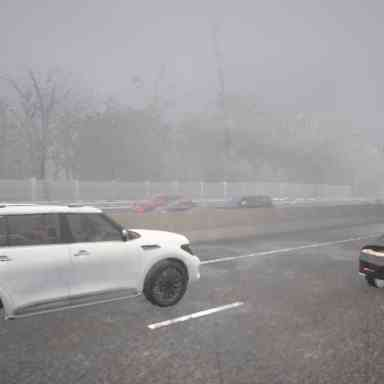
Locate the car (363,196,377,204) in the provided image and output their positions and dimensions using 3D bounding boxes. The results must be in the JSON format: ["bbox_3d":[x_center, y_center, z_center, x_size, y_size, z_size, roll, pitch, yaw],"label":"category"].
[{"bbox_3d":[30.566,1.491,55.749,5.008,1.535,1.882,0,0,-35],"label":"car"}]

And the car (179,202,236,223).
[{"bbox_3d":[1.302,1.562,26.402,4.181,1.385,1.994,0,0,-35],"label":"car"}]

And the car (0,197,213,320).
[{"bbox_3d":[-2.496,1.221,6.265,5.566,2.045,2.150,0,0,-35],"label":"car"}]

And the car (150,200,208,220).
[{"bbox_3d":[-1.065,1.503,29.014,4.892,1.490,1.837,0,0,-35],"label":"car"}]

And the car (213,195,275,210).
[{"bbox_3d":[3.507,1.219,23.677,5.566,2.045,2.150,0,0,-35],"label":"car"}]

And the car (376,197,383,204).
[{"bbox_3d":[31.797,1.560,52.338,5.357,1.411,2.033,0,0,-35],"label":"car"}]

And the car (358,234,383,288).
[{"bbox_3d":[5.926,1.489,7.966,4.902,1.511,2.128,0,0,-35],"label":"car"}]

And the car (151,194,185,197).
[{"bbox_3d":[-2.989,1.219,31.942,5.566,2.045,2.150,0,0,-35],"label":"car"}]
